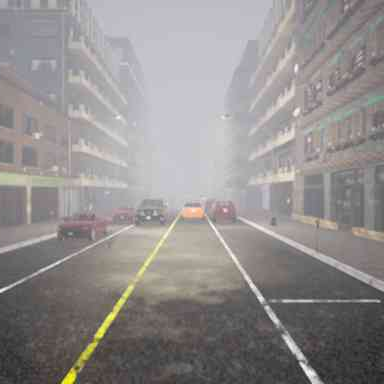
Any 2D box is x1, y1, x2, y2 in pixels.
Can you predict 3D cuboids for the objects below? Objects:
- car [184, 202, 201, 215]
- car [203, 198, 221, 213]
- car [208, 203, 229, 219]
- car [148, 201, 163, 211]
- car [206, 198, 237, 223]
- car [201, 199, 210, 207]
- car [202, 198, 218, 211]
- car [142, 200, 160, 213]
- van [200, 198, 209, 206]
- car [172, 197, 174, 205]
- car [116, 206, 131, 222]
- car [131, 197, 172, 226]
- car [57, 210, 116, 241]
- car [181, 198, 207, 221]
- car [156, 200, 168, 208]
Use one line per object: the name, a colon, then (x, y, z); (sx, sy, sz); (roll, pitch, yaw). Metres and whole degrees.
car: (0.120, 2.010, 41.905); (2.033, 1.411, 5.357); (0, -1, 0)
car: (2.723, 1.827, 46.246); (2.192, 1.841, 5.009); (-1, -1, 0)
car: (2.715, 1.910, 35.044); (1.752, 1.417, 4.829); (-1, -1, 0)
car: (-5.648, 2.122, 51.940); (1.887, 1.381, 4.507); (-1, -1, 0)
car: (2.706, 1.634, 29.193); (2.192, 1.841, 5.009); (-1, -1, 0)
car: (2.750, 2.304, 69.150); (1.752, 1.417, 4.829); (-1, -1, 0)
car: (2.729, 1.893, 51.930); (2.192, 1.841, 5.009); (-1, -1, 0)
car: (-5.655, 1.952, 46.256); (1.967, 1.590, 4.097); (-1, -1, 0)
van: (2.753, 2.186, 74.667); (1.690, 1.788, 3.998); (-1, -1, 0)
car: (-5.616, 2.297, 86.048); (2.192, 1.841, 5.009); (-1, -1, 0)
car: (-5.671, 1.863, 29.202); (1.887, 1.381, 4.507); (-1, -1, 0)
car: (-3.074, 1.508, 26.382); (2.150, 2.045, 5.566); (0, -1, 0)
car: (-5.683, 1.737, 17.833); (1.887, 1.381, 4.507); (-1, -1, 0)
car: (0.109, 1.693, 31.221); (2.097, 1.767, 4.553); (0, -1, 0)
car: (-5.635, 2.276, 63.308); (1.947, 1.339, 4.313); (-1, -1, 0)
